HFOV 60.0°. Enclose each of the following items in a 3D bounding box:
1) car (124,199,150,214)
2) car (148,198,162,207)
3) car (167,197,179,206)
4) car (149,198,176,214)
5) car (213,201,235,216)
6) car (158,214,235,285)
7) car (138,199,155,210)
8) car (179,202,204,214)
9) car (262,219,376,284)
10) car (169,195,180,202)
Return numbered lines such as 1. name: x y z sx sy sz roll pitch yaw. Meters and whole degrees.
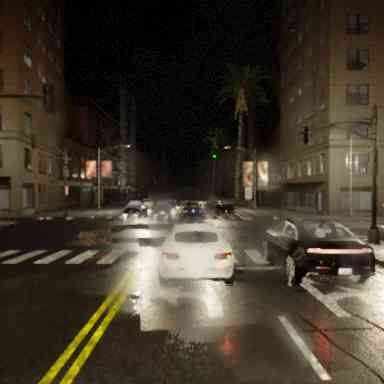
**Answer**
1. car: -6.587 1.724 38.827 2.033 1.411 5.357 0 0 0
2. car: -6.489 1.820 58.151 1.994 1.385 4.181 0 0 0
3. car: -3.289 1.819 48.416 1.895 1.301 4.718 0 0 0
4. car: -3.337 1.724 38.825 2.033 1.411 5.357 0 0 0
5. car: 3.357 1.651 34.958 2.128 1.511 4.902 0 0 0
6. car: 0.106 1.569 9.488 1.812 1.442 4.674 0 0 0
7. car: -6.550 1.743 48.239 1.812 1.442 4.674 0 0 0
8. car: 0.113 1.686 30.358 2.033 1.411 5.357 0 0 0
9. car: 3.351 1.536 9.696 2.128 1.511 4.902 0 0 0
10. car: -3.238 1.481 59.194 2.150 2.045 5.566 0 0 0
